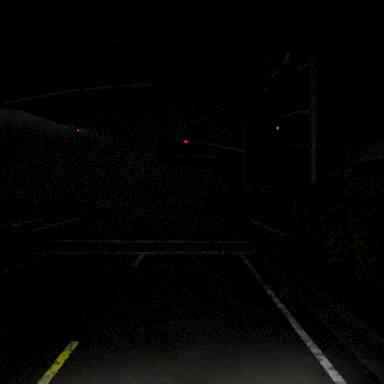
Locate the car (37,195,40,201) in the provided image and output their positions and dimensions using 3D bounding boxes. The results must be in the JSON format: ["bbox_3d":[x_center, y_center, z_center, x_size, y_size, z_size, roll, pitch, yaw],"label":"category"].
[{"bbox_3d":[-24.026,1.297,58.190,4.514,1.523,2.007,0,0,-1],"label":"car"}]

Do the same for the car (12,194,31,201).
[{"bbox_3d":[-42.544,1.373,83.047,3.633,1.501,1.845,0,0,-1],"label":"car"}]

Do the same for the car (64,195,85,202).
[{"bbox_3d":[-24.043,1.319,68.183,3.633,1.501,1.845,0,0,-1],"label":"car"}]

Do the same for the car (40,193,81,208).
[{"bbox_3d":[-16.776,1.076,42.490,3.866,1.878,1.905,0,0,-1],"label":"car"}]

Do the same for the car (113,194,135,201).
[{"bbox_3d":[-16.439,1.330,80.075,5.027,1.636,2.152,0,0,-1],"label":"car"}]

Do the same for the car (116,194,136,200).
[{"bbox_3d":[-16.510,1.339,83.211,4.514,1.523,2.007,0,0,-1],"label":"car"}]

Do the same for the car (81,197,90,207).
[{"bbox_3d":[-16.184,1.360,45.818,3.806,1.475,1.970,0,0,-1],"label":"car"}]

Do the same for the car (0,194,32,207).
[{"bbox_3d":[-24.663,1.096,45.730,4.605,1.855,1.932,0,0,-1],"label":"car"}]
